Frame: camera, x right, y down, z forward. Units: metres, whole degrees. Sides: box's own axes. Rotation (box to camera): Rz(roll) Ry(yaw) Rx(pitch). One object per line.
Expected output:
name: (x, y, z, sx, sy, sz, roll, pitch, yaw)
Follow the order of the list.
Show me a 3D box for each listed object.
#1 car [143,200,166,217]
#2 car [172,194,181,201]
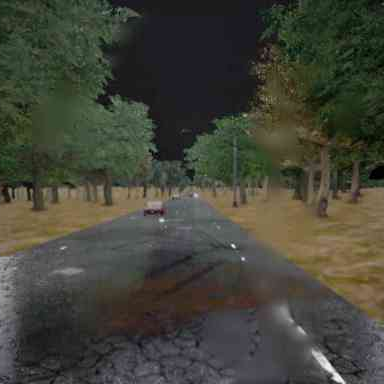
car: (-3.593, 1.543, 32.741, 1.882, 1.535, 5.008, 0, 0, 0)
car: (-3.495, 1.159, 74.238, 1.882, 1.535, 5.008, 0, 0, 0)
